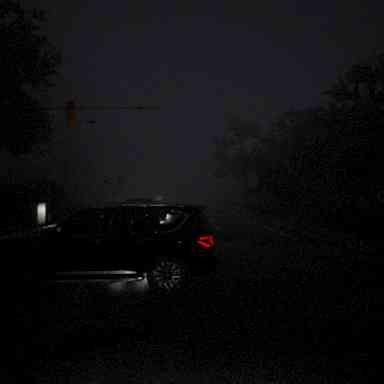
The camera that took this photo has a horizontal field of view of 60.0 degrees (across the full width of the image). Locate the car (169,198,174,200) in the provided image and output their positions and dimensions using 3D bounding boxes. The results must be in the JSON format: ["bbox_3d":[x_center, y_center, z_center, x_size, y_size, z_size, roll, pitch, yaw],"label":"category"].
[{"bbox_3d":[-3.743,1.835,42.453,2.128,1.511,4.902,0,0,-1],"label":"car"}]

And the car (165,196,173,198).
[{"bbox_3d":[-7.088,1.962,92.361,1.837,1.490,4.892,0,0,-18],"label":"car"}]

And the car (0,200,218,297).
[{"bbox_3d":[-2.141,1.318,8.403,5.566,2.045,2.150,0,-1,-3],"label":"car"}]

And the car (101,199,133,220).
[{"bbox_3d":[-7.133,1.635,32.047,2.097,1.767,4.553,0,0,0],"label":"car"}]

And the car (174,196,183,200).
[{"bbox_3d":[-3.821,1.969,93.628,1.837,1.490,4.892,0,0,-18],"label":"car"}]

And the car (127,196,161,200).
[{"bbox_3d":[-3.626,1.430,22.795,2.150,2.045,5.566,0,-1,0],"label":"car"}]

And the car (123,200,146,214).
[{"bbox_3d":[-7.224,1.833,42.158,2.128,1.511,4.902,0,0,-1],"label":"car"}]

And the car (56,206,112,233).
[{"bbox_3d":[-7.108,1.754,22.611,2.033,1.411,5.357,0,-1,0],"label":"car"}]

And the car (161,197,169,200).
[{"bbox_3d":[-3.634,1.635,32.205,2.097,1.767,4.553,0,0,0],"label":"car"}]
